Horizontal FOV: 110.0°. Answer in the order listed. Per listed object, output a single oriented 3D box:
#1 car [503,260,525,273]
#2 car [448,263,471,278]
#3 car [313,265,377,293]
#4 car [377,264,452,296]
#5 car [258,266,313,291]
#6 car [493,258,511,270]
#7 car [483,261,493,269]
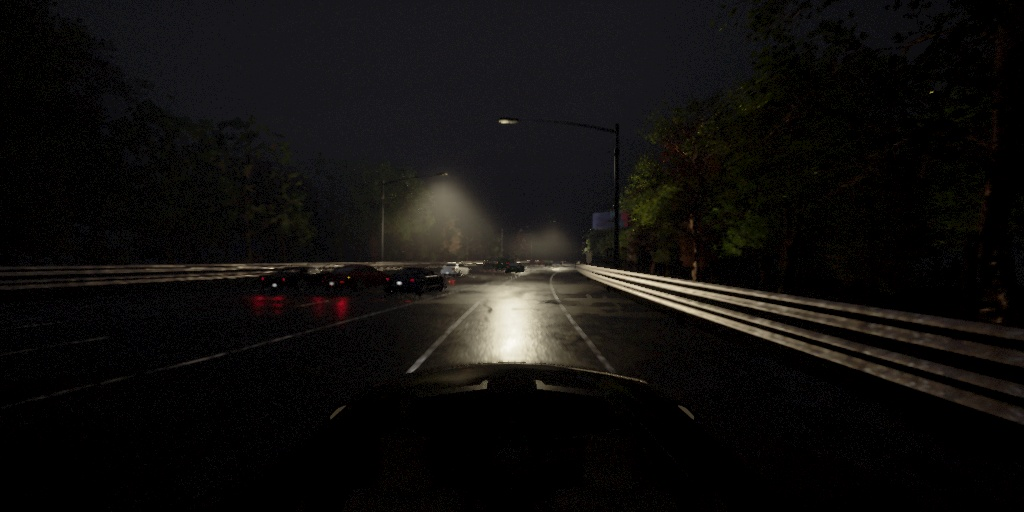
[{"bbox_3d":[0.493,1.586,48.571,1.994,1.385,4.181,0,-1,11],"label":"car"},{"bbox_3d":[-5.579,1.375,35.522,1.812,1.442,4.674,1,0,11],"label":"car"},{"bbox_3d":[-8.551,1.212,20.134,1.812,1.442,4.674,0,0,11],"label":"car"},{"bbox_3d":[-5.108,1.305,19.395,1.994,1.385,4.181,1,0,11],"label":"car"},{"bbox_3d":[-11.969,1.259,20.876,1.895,1.301,4.718,0,0,11],"label":"car"},{"bbox_3d":[-1.026,1.320,59.156,2.150,2.045,5.566,0,-1,11],"label":"car"},{"bbox_3d":[-3.707,1.602,63.732,2.128,1.511,4.902,0,-1,11],"label":"car"}]
